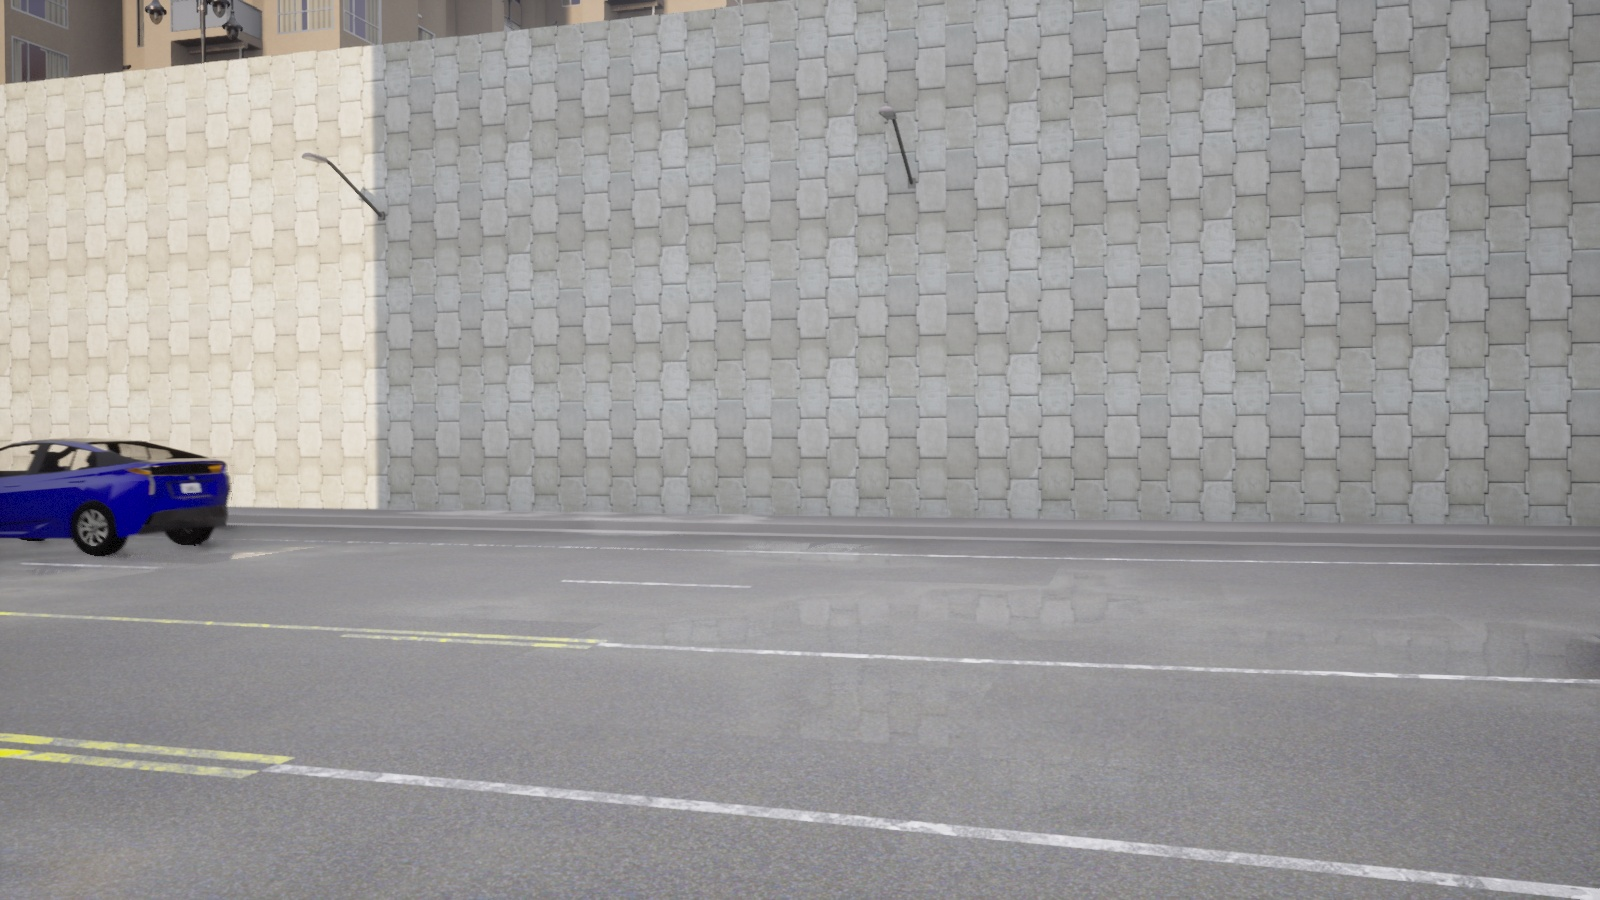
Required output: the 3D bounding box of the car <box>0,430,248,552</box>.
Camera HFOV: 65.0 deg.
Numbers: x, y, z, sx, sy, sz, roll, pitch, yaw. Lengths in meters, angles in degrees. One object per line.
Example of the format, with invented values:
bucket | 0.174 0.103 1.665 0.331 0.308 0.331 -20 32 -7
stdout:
car | -10.190 0.485 17.276 4.514 1.525 2.007 0 1 17
